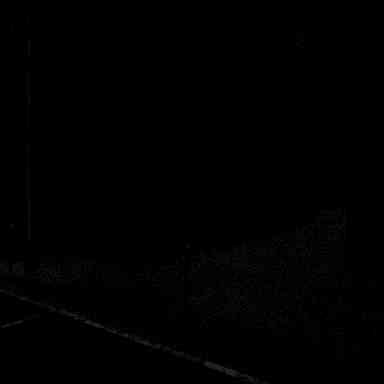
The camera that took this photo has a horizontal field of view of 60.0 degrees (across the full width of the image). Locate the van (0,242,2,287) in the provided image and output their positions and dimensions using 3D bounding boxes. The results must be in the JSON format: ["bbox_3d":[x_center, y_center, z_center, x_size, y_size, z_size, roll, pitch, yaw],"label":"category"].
[{"bbox_3d":[-5.763,1.339,7.182,3.998,1.788,1.690,0,0,35],"label":"van"}]
